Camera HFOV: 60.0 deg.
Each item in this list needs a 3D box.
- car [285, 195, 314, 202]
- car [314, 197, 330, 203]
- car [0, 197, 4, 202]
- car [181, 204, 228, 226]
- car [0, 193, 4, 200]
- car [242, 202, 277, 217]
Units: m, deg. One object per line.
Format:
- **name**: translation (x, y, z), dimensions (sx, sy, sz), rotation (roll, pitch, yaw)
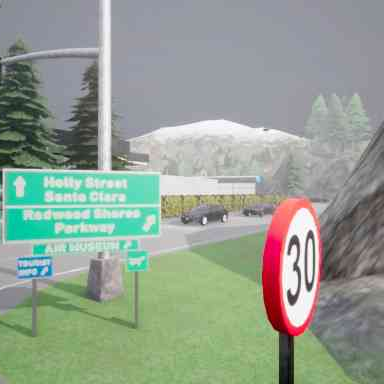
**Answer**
- **car**: translation (13.415, 1.413, 42.823), dimensions (2.150, 2.045, 5.566), rotation (0, 0, 36)
- **car**: translation (28.281, 1.787, 74.896), dimensions (1.895, 1.301, 4.718), rotation (0, 0, -42)
- **car**: translation (-12.360, 1.505, 26.044), dimensions (1.905, 1.878, 3.866), rotation (0, 0, 35)
- **car**: translation (1.066, 1.696, 25.929), dimensions (1.837, 1.490, 4.892), rotation (0, 0, 36)
- **car**: translation (-38.569, 1.489, 69.983), dimensions (4.514, 1.523, 2.007), rotation (0, 0, 35)
- **car**: translation (7.121, 1.739, 34.250), dimensions (2.033, 1.411, 5.357), rotation (0, 0, 36)
